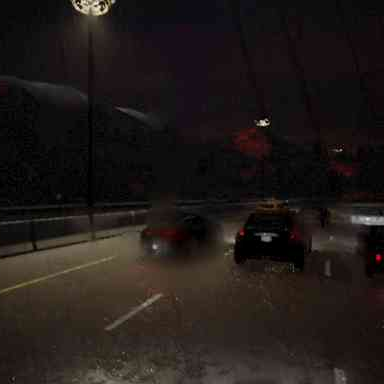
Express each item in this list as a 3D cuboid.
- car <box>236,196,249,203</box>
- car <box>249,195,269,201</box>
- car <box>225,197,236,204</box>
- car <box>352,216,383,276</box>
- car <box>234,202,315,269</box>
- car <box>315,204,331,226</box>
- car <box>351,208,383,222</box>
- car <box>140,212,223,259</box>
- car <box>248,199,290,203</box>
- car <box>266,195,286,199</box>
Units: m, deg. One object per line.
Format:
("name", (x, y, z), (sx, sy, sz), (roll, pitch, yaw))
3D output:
("car", (11.172, 1.640, 65.185), (2.097, 1.767, 4.553), (0, 0, 40))
("car", (13.595, 1.503, 62.631), (2.150, 2.045, 5.566), (0, 0, 40))
("car", (8.638, 1.817, 67.621), (1.812, 1.442, 4.674), (0, 0, 40))
("car", (6.069, 1.654, 10.021), (1.895, 1.301, 4.718), (0, 0, 23))
("car", (3.013, 1.406, 11.753), (2.097, 1.767, 4.553), (0, 0, 23))
("car", (9.096, 1.625, 24.673), (1.837, 1.490, 4.892), (0, 0, 29))
("car", (11.928, 1.716, 22.568), (1.895, 1.301, 4.718), (0, 0, 28))
("car", (-0.218, 1.560, 13.102), (1.837, 1.490, 4.892), (0, 0, 23))
("car", (6.512, 1.601, 27.232), (1.882, 1.535, 5.008), (0, 0, 29))
("car", (16.124, 1.824, 60.193), (2.033, 1.411, 5.357), (0, 0, 40))
